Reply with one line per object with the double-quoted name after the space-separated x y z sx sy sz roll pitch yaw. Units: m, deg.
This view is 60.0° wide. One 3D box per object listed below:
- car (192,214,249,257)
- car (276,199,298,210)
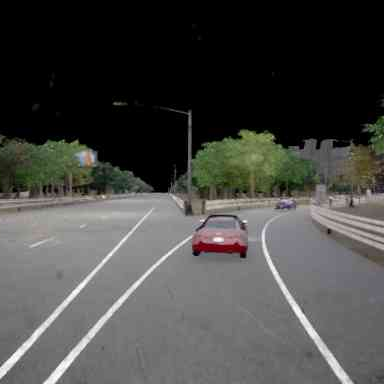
1.236 1.574 13.175 1.994 1.385 4.181 0 0 10 "car"
12.204 1.583 42.976 1.812 1.442 4.674 0 0 30 "car"
